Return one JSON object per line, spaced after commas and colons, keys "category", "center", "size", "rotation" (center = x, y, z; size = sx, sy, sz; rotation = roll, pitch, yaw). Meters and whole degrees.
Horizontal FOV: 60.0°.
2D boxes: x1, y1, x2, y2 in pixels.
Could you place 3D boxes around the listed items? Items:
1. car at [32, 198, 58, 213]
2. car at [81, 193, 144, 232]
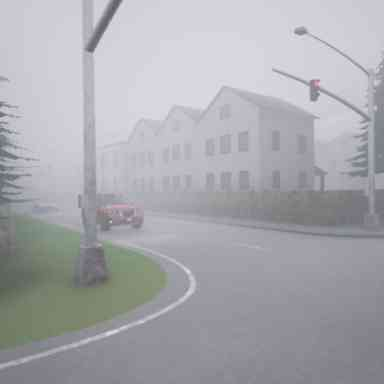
{"category": "car", "center": [-15.604, 1.425, 35.331], "size": [1.812, 1.442, 4.674], "rotation": [-1, 0, -34]}
{"category": "car", "center": [-4.920, 1.117, 19.955], "size": [2.150, 2.045, 5.566], "rotation": [-1, 0, -35]}
